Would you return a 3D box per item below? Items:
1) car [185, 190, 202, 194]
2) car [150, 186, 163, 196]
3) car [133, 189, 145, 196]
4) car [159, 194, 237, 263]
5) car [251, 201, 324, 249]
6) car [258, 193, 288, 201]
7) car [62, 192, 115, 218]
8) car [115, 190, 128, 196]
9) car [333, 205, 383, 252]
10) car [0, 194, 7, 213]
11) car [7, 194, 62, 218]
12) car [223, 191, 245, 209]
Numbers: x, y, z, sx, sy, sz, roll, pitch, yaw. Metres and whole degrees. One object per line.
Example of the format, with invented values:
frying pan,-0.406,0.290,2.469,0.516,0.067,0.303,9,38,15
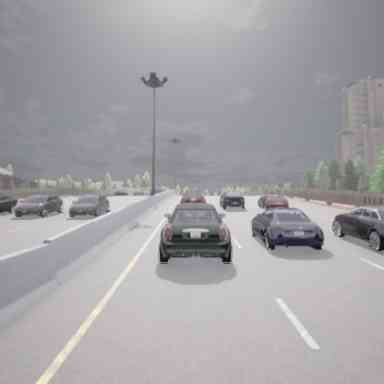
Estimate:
car,0.103,0.608,28.389,2.097,1.767,4.553,0,2,0
car,-6.999,-0.180,65.747,2.150,2.045,5.566,0,-2,0
car,-10.498,0.122,65.772,1.812,1.442,4.674,0,-1,0
car,0.101,1.144,11.370,2.097,1.767,4.553,0,2,0
car,3.601,1.298,13.201,1.994,1.385,4.181,0,2,0
car,7.104,0.788,29.408,1.994,1.385,4.181,0,2,0
car,-7.095,0.917,23.419,1.837,1.490,4.892,0,2,0
car,-13.996,0.195,65.745,1.895,1.301,4.718,0,-2,0
car,7.101,1.242,12.683,2.128,1.511,4.902,0,2,0
car,-14.096,0.899,23.161,1.882,1.535,5.008,0,2,0
car,-10.595,0.918,23.397,1.837,1.490,4.892,0,2,0
car,3.604,0.673,30.345,1.882,1.535,5.008,0,2,0
